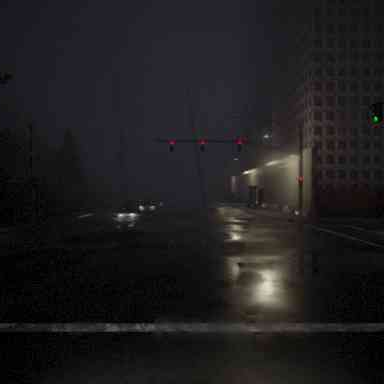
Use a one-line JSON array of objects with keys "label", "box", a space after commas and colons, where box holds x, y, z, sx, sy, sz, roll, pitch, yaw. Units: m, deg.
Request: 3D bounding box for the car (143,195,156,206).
[{"label": "car", "box": [-7.009, 1.326, 52.795, 2.097, 1.767, 4.553, 0, 0, 0]}]

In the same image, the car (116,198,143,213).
[{"label": "car", "box": [-7.045, 1.546, 36.643, 1.994, 1.385, 4.181, 0, 0, 0]}]
